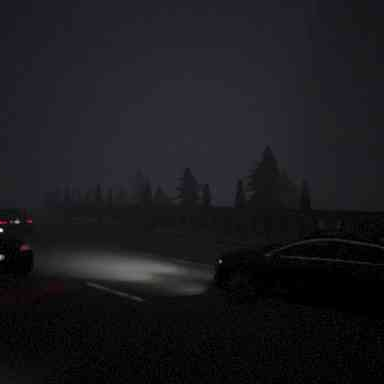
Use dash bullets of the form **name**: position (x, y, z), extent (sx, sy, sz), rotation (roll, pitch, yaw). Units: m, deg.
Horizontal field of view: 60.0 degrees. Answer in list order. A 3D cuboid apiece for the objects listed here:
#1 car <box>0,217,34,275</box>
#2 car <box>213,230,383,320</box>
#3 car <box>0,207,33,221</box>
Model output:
- **car**: position (-6.233, 1.583, 9.488), extent (4.181, 1.385, 1.994), rotation (0, 0, 42)
- **car**: position (2.710, 1.514, 6.516), extent (4.902, 1.511, 2.128), rotation (0, 0, 37)
- **car**: position (-10.570, 1.587, 18.894), extent (2.033, 1.411, 5.357), rotation (0, 0, -41)
